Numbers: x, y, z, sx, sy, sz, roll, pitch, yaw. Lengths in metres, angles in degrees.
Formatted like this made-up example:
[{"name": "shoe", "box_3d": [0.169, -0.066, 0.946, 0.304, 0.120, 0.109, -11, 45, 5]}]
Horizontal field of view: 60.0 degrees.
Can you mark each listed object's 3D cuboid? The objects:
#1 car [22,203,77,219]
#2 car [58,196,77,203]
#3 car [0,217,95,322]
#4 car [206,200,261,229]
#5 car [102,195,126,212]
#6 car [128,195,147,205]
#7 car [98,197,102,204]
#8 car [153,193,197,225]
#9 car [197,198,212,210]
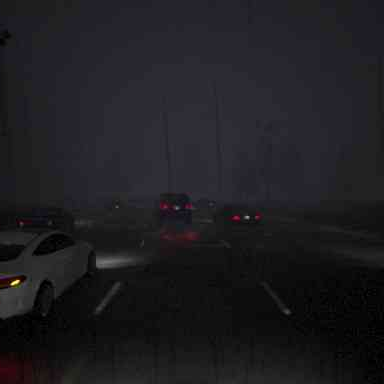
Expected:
[{"name": "car", "box_3d": [-7.670, 1.517, 17.949, 1.895, 1.301, 4.718, 0, 0, -8]}, {"name": "car", "box_3d": [-18.644, 1.332, 49.771, 1.994, 1.385, 4.181, 0, 0, -34]}, {"name": "car", "box_3d": [-3.464, 1.493, 7.041, 1.812, 1.442, 4.674, 0, 0, -1]}, {"name": "car", "box_3d": [2.604, 1.448, 20.885, 2.033, 1.411, 5.357, 0, 0, -10]}, {"name": "car", "box_3d": [-8.441, 1.357, 36.161, 1.812, 1.442, 4.674, 0, 0, -19]}, {"name": "car", "box_3d": [-8.837, 1.274, 53.848, 1.812, 1.442, 4.674, 0, 0, -32]}, {"name": "car", "box_3d": [-14.016, 1.268, 55.270, 1.812, 1.442, 4.674, 0, 0, -37]}, {"name": "car", "box_3d": [-1.465, 1.109, 23.479, 2.150, 2.045, 5.566, 0, 0, -11]}, {"name": "car", "box_3d": [1.490, 1.379, 39.382, 1.994, 1.385, 4.181, 0, 0, -19]}]
